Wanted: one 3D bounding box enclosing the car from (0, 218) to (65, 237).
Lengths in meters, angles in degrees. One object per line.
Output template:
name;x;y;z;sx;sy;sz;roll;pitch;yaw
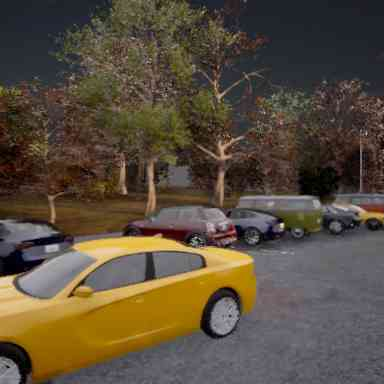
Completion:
car;-5.442;1.509;9.719;4.792;1.488;2.163;-1;0;35

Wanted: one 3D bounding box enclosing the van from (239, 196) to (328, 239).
van;4.073;1.177;16.602;4.442;1.987;1.878;-1;0;35

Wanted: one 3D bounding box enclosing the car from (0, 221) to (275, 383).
car;-1.223;1.466;4.961;5.008;1.535;1.882;-1;0;-35

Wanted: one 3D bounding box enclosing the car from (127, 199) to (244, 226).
car;-0.598;1.312;13.107;4.553;1.767;2.185;-1;0;34

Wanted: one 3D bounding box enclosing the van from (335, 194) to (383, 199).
van;11.267;1.128;21.732;4.442;1.987;1.878;-1;0;35

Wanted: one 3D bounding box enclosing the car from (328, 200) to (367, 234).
car;6.576;1.383;18.243;4.892;1.521;2.231;-1;0;35

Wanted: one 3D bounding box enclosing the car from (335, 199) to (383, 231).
car;9.124;1.361;19.855;5.366;1.575;1.946;-1;-1;35

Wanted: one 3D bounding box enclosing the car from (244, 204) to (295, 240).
car;1.752;1.449;14.848;4.792;1.488;2.163;-1;0;35
